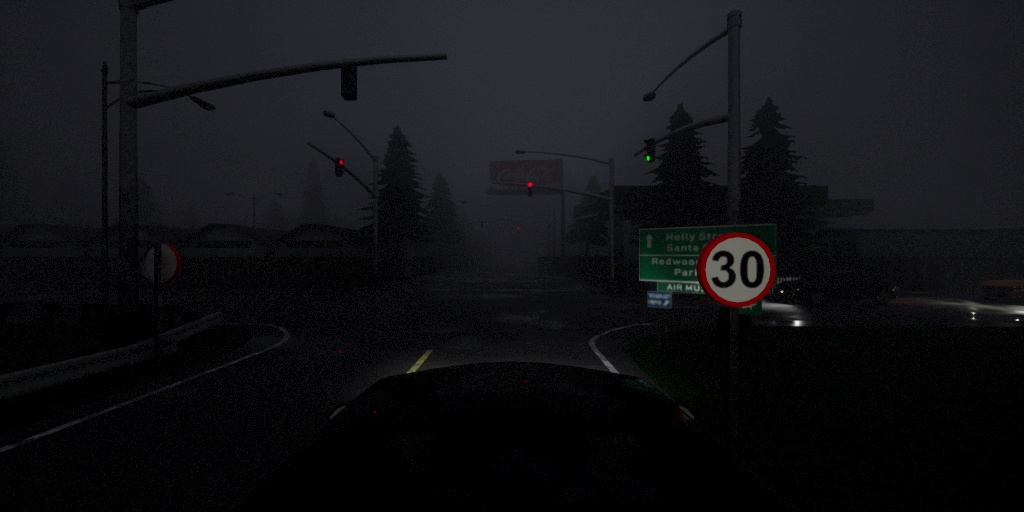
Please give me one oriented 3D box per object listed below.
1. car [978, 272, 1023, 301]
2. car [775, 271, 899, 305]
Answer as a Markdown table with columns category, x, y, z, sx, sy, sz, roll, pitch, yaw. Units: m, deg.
| category | x | y | z | sx | sy | sz | roll | pitch | yaw |
| --- | --- | --- | --- | --- | --- | --- | --- | --- | --- |
| car | 25.132 | 1.419 | 16.811 | 5.008 | 1.535 | 1.882 | 0 | 0 | 1 |
| car | 15.196 | 1.446 | 16.940 | 4.892 | 1.490 | 1.837 | 0 | 0 | 1 |
